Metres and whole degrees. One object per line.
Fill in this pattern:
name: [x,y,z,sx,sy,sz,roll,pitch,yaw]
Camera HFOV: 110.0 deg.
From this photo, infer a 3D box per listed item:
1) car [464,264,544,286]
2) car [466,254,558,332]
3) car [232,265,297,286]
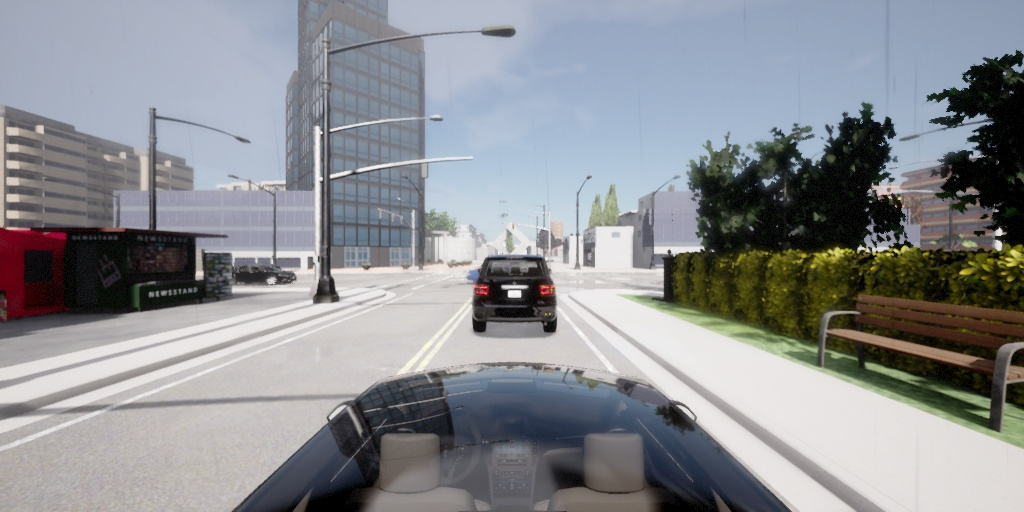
car: [-0.501,1.300,25.424,5.357,1.411,2.033,0,0,11]
car: [0.080,0.968,10.953,2.150,2.045,5.566,0,0,0]
car: [-18.338,1.369,26.048,4.892,1.490,1.837,0,0,0]
